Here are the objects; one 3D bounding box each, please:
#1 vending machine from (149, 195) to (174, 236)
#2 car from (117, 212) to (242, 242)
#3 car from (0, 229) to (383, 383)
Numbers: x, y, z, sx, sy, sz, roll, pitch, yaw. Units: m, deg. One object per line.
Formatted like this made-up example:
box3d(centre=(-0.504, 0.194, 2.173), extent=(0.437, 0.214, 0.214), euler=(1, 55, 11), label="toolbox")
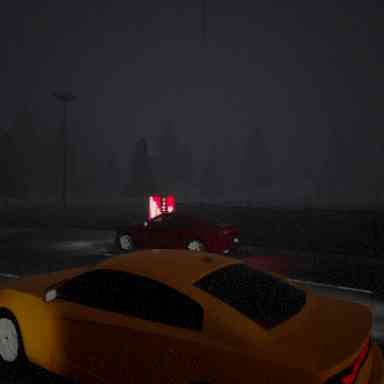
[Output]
box3d(centre=(-1.610, 1.195, 17.772), extent=(0.880, 2.100, 1.100), euler=(0, 0, 29), label="vending machine")
box3d(centre=(-0.622, 1.477, 12.401), extent=(5.008, 1.535, 1.882), euler=(0, 0, 31), label="car")
box3d(centre=(-0.512, 1.478, 4.120), extent=(5.008, 1.535, 1.882), euler=(0, 0, 34), label="car")
